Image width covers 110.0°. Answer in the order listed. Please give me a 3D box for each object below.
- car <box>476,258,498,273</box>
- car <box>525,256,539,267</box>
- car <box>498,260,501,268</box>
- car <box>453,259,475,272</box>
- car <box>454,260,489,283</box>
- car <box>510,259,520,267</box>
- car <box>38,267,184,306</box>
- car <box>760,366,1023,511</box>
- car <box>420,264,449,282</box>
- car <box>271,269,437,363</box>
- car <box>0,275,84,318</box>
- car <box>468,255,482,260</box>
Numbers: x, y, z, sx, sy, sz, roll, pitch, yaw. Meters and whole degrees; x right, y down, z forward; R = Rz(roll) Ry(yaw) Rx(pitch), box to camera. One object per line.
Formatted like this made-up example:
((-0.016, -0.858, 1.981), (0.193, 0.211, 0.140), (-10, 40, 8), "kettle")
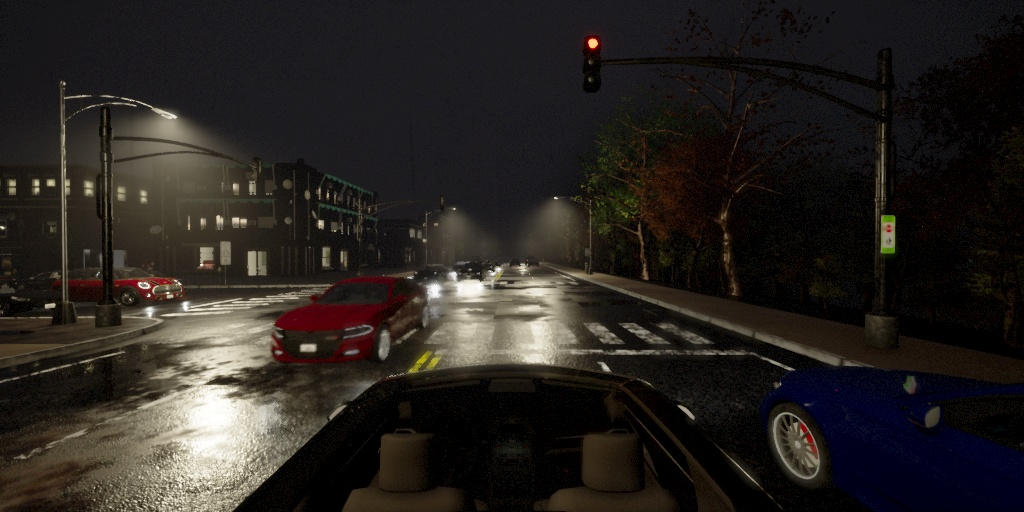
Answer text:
((-3.025, 1.242, 43.737), (1.837, 1.490, 4.892), (0, 0, 1), "car")
((3.835, 1.204, 64.653), (1.882, 1.535, 5.008), (0, 0, 1), "car")
((-2.867, 1.329, 60.473), (1.895, 1.301, 4.718), (0, 0, 1), "car")
((-6.264, 1.336, 45.312), (1.895, 1.301, 4.718), (0, 0, 0), "car")
((-3.145, 1.268, 28.460), (1.812, 1.442, 4.674), (0, 0, 0), "car")
((0.585, 1.231, 64.812), (1.837, 1.490, 4.892), (0, 0, 0), "car")
((-17.994, 1.302, 16.484), (4.553, 1.767, 2.097), (-1, 1, 0), "car")
((3.355, 1.276, 1.587), (1.812, 1.442, 4.674), (0, 0, 1), "car")
((-6.393, 1.343, 28.835), (1.895, 1.301, 4.718), (0, 0, 0), "car")
((-3.303, 1.226, 8.345), (1.882, 1.535, 5.008), (0, 0, 0), "car")
((-19.858, 1.565, 13.767), (4.313, 1.339, 1.948), (0, 0, 1), "car")
((-6.116, 0.944, 60.630), (2.150, 2.045, 5.566), (0, 1, 1), "car")
